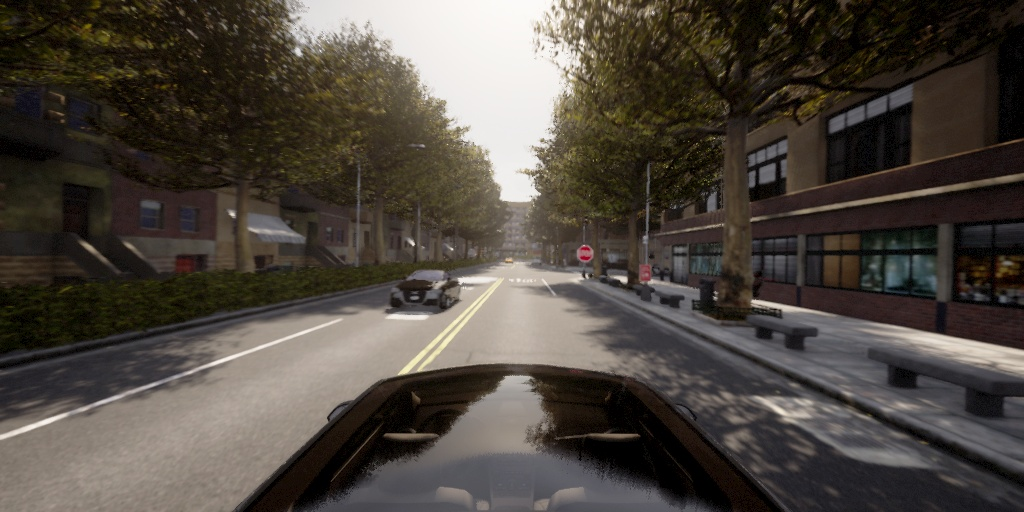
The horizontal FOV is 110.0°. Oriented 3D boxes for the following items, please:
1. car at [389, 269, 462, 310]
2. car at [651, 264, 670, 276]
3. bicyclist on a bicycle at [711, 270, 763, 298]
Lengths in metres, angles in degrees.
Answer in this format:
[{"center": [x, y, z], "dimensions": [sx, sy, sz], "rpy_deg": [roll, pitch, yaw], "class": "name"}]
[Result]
[{"center": [-3.245, 1.228, 14.168], "dimensions": [1.994, 1.385, 4.181], "rpy_deg": [1, 0, 2], "class": "car"}, {"center": [17.666, 1.685, 42.730], "dimensions": [4.181, 1.385, 1.994], "rpy_deg": [1, 0, 0], "class": "car"}, {"center": [7.689, 1.148, 12.020], "dimensions": [1.620, 1.656, 0.582], "rpy_deg": [-39, 10, 12], "class": "bicyclist on a bicycle"}]
